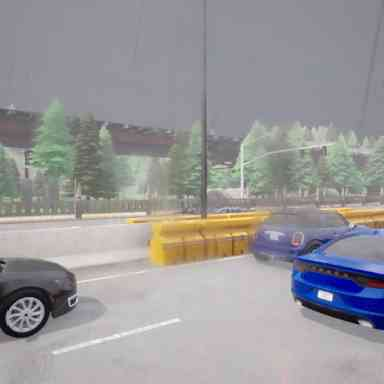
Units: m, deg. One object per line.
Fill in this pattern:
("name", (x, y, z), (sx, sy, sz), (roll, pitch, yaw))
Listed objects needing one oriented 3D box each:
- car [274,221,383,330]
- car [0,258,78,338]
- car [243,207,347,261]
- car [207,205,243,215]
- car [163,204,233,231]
("car", (4.108, 1.478, 6.681), (5.008, 1.535, 1.882), (0, 0, -36))
("car", (-4.273, 1.505, 4.998), (4.892, 1.490, 1.837), (0, 0, -35))
("car", (4.147, 1.352, 11.008), (4.553, 1.767, 2.097), (0, 0, -36))
("car", (1.356, 1.492, 17.863), (4.902, 1.511, 2.128), (0, 0, -36))
("car", (0.416, 1.564, 21.492), (4.181, 1.385, 1.994), (0, 0, -36))
